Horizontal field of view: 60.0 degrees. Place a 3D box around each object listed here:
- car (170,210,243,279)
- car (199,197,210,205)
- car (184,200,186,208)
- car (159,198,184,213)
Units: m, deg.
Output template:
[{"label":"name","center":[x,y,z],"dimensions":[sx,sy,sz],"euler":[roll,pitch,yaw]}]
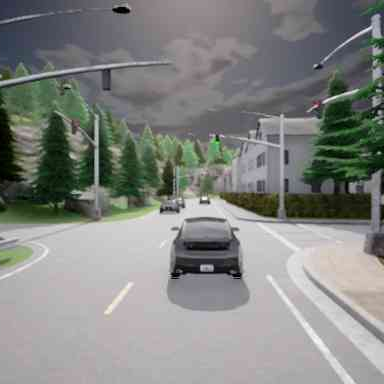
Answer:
[{"label":"car","center":[0.402,1.496,10.053],"dimensions":[1.837,1.490,4.892],"euler":[0,0,1]},{"label":"car","center":[2.282,1.513,59.298],"dimensions":[1.994,1.385,4.181],"euler":[0,0,2]},{"label":"car","center":[-1.914,1.520,45.805],"dimensions":[1.994,1.385,4.181],"euler":[0,0,2]},{"label":"car","center":[-2.301,1.529,35.812],"dimensions":[1.994,1.385,4.181],"euler":[0,0,2]}]
